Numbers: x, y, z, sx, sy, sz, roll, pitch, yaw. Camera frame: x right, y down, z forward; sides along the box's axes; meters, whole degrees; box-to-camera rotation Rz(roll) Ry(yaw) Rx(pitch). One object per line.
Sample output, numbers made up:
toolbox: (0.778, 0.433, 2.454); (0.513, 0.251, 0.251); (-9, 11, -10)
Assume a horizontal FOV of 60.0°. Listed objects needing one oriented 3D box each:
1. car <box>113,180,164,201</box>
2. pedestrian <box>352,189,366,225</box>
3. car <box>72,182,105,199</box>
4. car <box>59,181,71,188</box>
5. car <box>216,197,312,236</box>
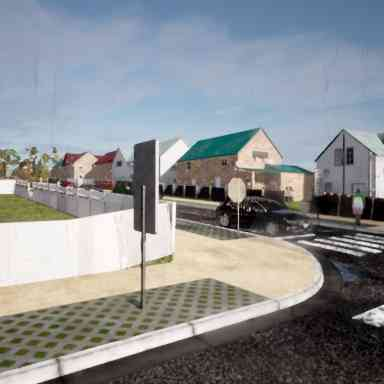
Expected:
car: (-4.338, 0.131, 25.863); (2.150, 2.045, 5.566); (0, 2, -35)
pedestrian: (8.733, 0.769, 17.505); (0.375, 1.860, 0.375); (4, -2, -35)
car: (-10.624, -0.104, 34.781); (1.837, 1.490, 4.892); (0, 2, -35)
car: (-19.490, -0.986, 52.268); (1.812, 1.442, 4.674); (0, 2, -35)
car: (3.149, 1.023, 15.415); (1.837, 1.490, 4.892); (0, 3, -38)
